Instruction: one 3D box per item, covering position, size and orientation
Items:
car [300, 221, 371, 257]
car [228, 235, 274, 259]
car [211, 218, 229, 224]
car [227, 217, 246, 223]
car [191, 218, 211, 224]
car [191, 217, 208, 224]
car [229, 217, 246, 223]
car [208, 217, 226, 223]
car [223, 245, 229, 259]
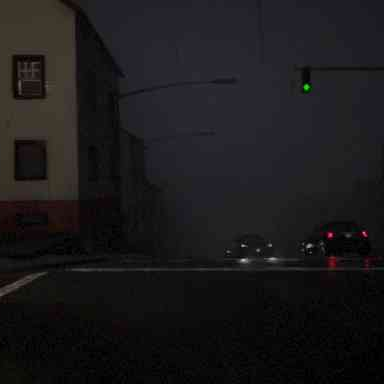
[{"bbox_3d":[7.111,2.435,17.089,2.097,1.767,4.553,-2,-12,1],"label":"car"},{"bbox_3d":[3.469,3.242,19.652,1.812,1.442,4.674,-1,-12,0],"label":"car"},{"bbox_3d":[6.562,7.656,88.445,4.974,1.542,2.038,-2,1,-35],"label":"car"},{"bbox_3d":[11.901,7.417,89.106,4.536,1.218,1.853,0,1,30],"label":"car"},{"bbox_3d":[1.955,7.713,88.563,2.038,1.542,4.974,-2,2,-45],"label":"car"},{"bbox_3d":[1.917,7.555,88.597,1.853,1.218,4.536,-2,2,-45],"label":"car"},{"bbox_3d":[11.948,7.575,89.083,4.974,1.542,2.038,0,1,30],"label":"car"},{"bbox_3d":[6.602,7.498,88.472,4.536,1.218,1.853,-2,1,-35],"label":"car"},{"bbox_3d":[3.738,5.323,29.456,1.812,1.442,4.674,-1,-13,1],"label":"car"}]
